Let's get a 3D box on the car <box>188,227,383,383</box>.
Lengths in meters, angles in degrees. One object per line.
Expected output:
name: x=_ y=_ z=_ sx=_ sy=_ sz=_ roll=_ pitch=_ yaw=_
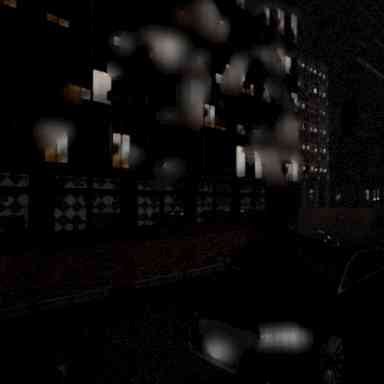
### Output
car: x=2.073 y=1.583 z=5.485 sx=4.902 sy=1.511 sz=2.128 roll=1 pitch=-2 yaw=-43

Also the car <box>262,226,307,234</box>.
car: x=2.794 y=1.721 z=9.653 sx=4.403 sy=1.369 sz=2.008 roll=1 pitch=-1 yaw=-43
